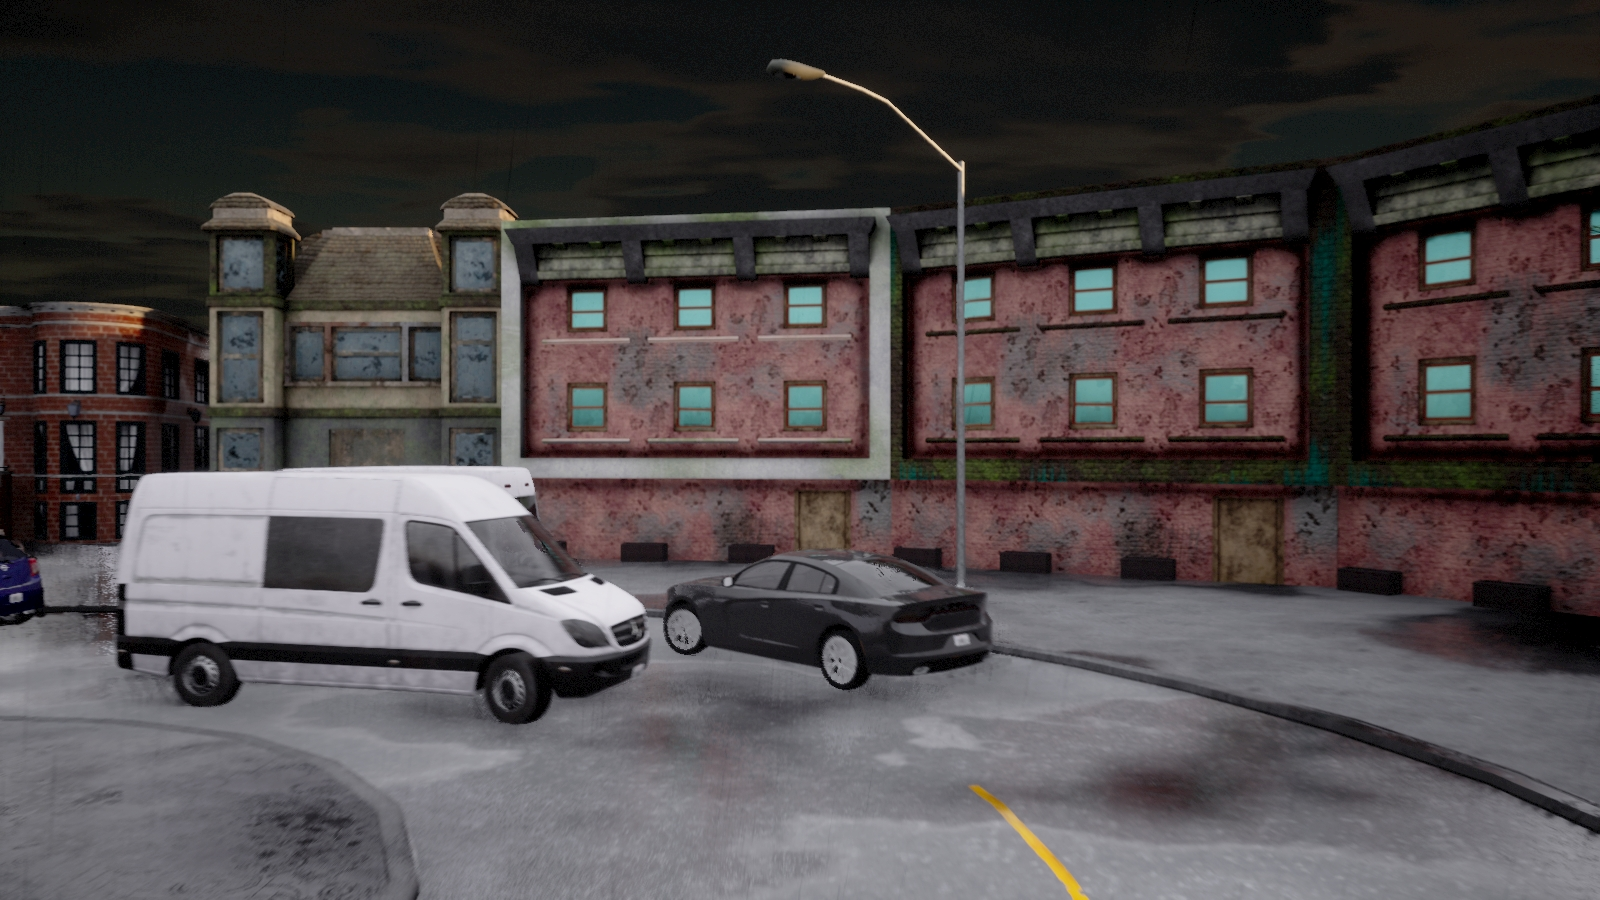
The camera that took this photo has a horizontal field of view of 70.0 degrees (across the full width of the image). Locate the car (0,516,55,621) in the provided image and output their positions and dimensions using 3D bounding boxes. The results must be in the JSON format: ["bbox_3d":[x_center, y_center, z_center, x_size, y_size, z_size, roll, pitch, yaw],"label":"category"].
[{"bbox_3d":[-13.818,1.815,17.486,3.633,1.501,1.845,0,0,-1],"label":"car"}]

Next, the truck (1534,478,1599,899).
[{"bbox_3d":[3.855,1.356,1.323,2.627,2.467,5.204,0,1,-1],"label":"truck"}]

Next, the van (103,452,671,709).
[{"bbox_3d":[-4.609,1.314,13.005,5.915,2.561,1.988,0,0,12],"label":"van"}]

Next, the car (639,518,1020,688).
[{"bbox_3d":[0.196,1.813,14.962,2.097,1.535,5.006,0,0,-42],"label":"car"}]
